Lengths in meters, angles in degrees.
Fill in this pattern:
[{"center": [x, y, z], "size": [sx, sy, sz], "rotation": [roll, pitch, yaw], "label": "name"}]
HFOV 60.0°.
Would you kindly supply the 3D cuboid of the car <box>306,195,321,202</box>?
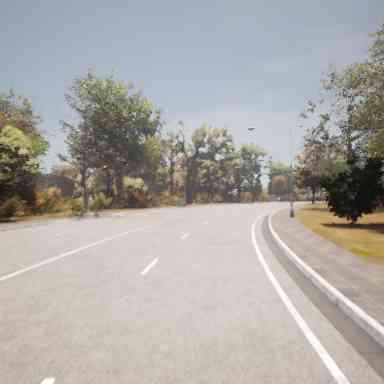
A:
[{"center": [29.654, 1.440, 81.308], "size": [2.097, 1.767, 4.553], "rotation": [-3, -3, 43], "label": "car"}]
